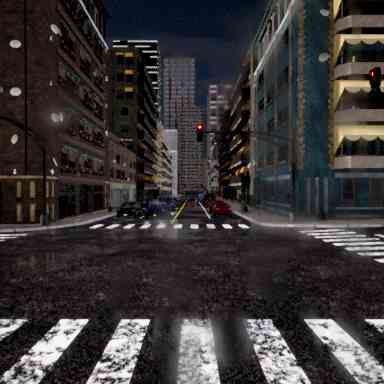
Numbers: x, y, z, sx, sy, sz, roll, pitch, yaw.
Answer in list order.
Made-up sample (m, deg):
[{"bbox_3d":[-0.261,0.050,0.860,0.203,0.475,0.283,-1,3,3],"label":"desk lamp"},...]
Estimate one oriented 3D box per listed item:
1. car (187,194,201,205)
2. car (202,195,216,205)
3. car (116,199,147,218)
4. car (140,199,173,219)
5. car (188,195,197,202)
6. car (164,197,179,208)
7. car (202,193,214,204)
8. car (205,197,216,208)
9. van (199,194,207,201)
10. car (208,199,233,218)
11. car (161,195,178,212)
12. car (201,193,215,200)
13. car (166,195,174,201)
[{"bbox_3d":[0.093,1.510,60.671,2.128,1.511,4.902,0,0,0],"label":"car"},{"bbox_3d":[2.756,1.555,46.949,1.887,1.381,4.507,0,0,0],"label":"car"},{"bbox_3d":[-5.651,1.568,30.404,1.947,1.339,4.313,0,0,0],"label":"car"},{"bbox_3d":[-3.054,1.603,29.541,1.895,1.301,4.718,0,0,0],"label":"car"},{"bbox_3d":[0.108,1.381,69.844,1.812,1.442,4.674,0,0,0],"label":"car"},{"bbox_3d":[-3.012,1.537,49.749,1.812,1.442,4.674,0,0,0],"label":"car"},{"bbox_3d":[3.212,1.243,67.976,2.150,2.045,5.566,0,0,0],"label":"car"},{"bbox_3d":[2.739,1.570,35.902,1.947,1.339,4.313,0,0,0],"label":"car"},{"bbox_3d":[2.814,1.379,85.614,1.690,1.788,3.998,-1,0,0],"label":"van"},{"bbox_3d":[2.731,1.584,30.379,1.802,1.307,4.206,0,0,0],"label":"car"},{"bbox_3d":[-3.035,1.358,39.537,2.097,1.767,4.553,0,0,0],"label":"car"},{"bbox_3d":[3.201,1.246,60.976,2.150,2.045,5.566,0,0,0],"label":"car"},{"bbox_3d":[-5.566,1.563,85.469,1.752,1.417,4.829,0,0,0],"label":"car"}]
